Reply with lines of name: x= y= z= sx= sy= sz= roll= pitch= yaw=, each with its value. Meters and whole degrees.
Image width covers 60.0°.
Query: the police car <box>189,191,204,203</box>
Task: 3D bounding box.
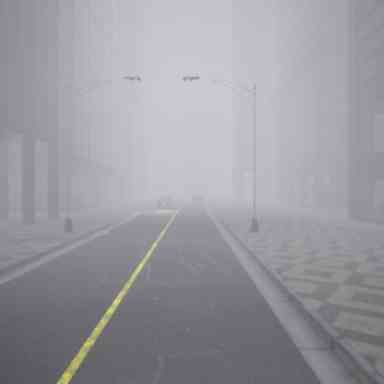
police car: x=0.893 y=0.946 z=54.326 sx=1.930 sy=1.638 sz=5.238 roll=0 pitch=1 yaw=0

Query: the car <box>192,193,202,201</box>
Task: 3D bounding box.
car: x=0.892 y=0.943 z=64.217 sx=1.812 sy=1.442 sz=4.674 roll=0 pitch=1 yaw=0

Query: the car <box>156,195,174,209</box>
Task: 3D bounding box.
car: x=-3.097 y=1.163 z=38.958 sx=2.128 sy=1.511 sz=4.902 roll=0 pitch=1 yaw=0
